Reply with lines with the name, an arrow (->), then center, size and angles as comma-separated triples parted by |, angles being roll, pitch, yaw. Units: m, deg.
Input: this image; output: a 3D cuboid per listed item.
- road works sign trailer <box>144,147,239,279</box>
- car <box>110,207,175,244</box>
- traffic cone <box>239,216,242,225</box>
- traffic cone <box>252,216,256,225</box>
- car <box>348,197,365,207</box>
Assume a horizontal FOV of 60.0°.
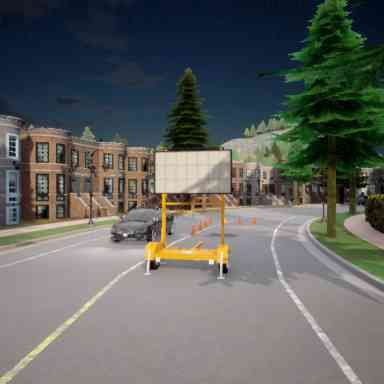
road works sign trailer -> 0.057, 0.464, 10.180 | 2.380, 3.560, 2.880 | 0, 0, 12
car -> -2.188, 1.505, 15.899 | 1.837, 1.490, 4.892 | -1, 0, 13
traffic cone -> 3.263, 1.954, 22.789 | 0.340, 0.580, 0.340 | 0, 0, 12
traffic cone -> 4.240, 1.955, 22.582 | 0.340, 0.580, 0.340 | 0, 0, 12
car -> 26.137, 1.505, 50.936 | 4.892, 1.490, 1.837 | 0, 0, -24
